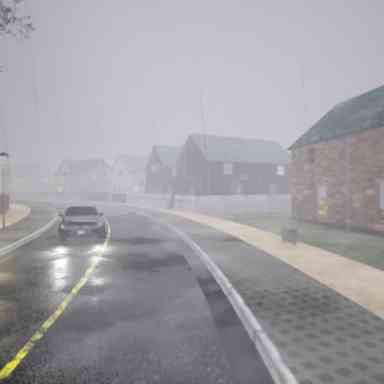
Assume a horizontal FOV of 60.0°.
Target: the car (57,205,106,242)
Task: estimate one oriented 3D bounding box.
[{"bbox_3d":[-5.144,1.334,15.513,1.812,1.442,4.674,0,1,-18],"label":"car"}]
